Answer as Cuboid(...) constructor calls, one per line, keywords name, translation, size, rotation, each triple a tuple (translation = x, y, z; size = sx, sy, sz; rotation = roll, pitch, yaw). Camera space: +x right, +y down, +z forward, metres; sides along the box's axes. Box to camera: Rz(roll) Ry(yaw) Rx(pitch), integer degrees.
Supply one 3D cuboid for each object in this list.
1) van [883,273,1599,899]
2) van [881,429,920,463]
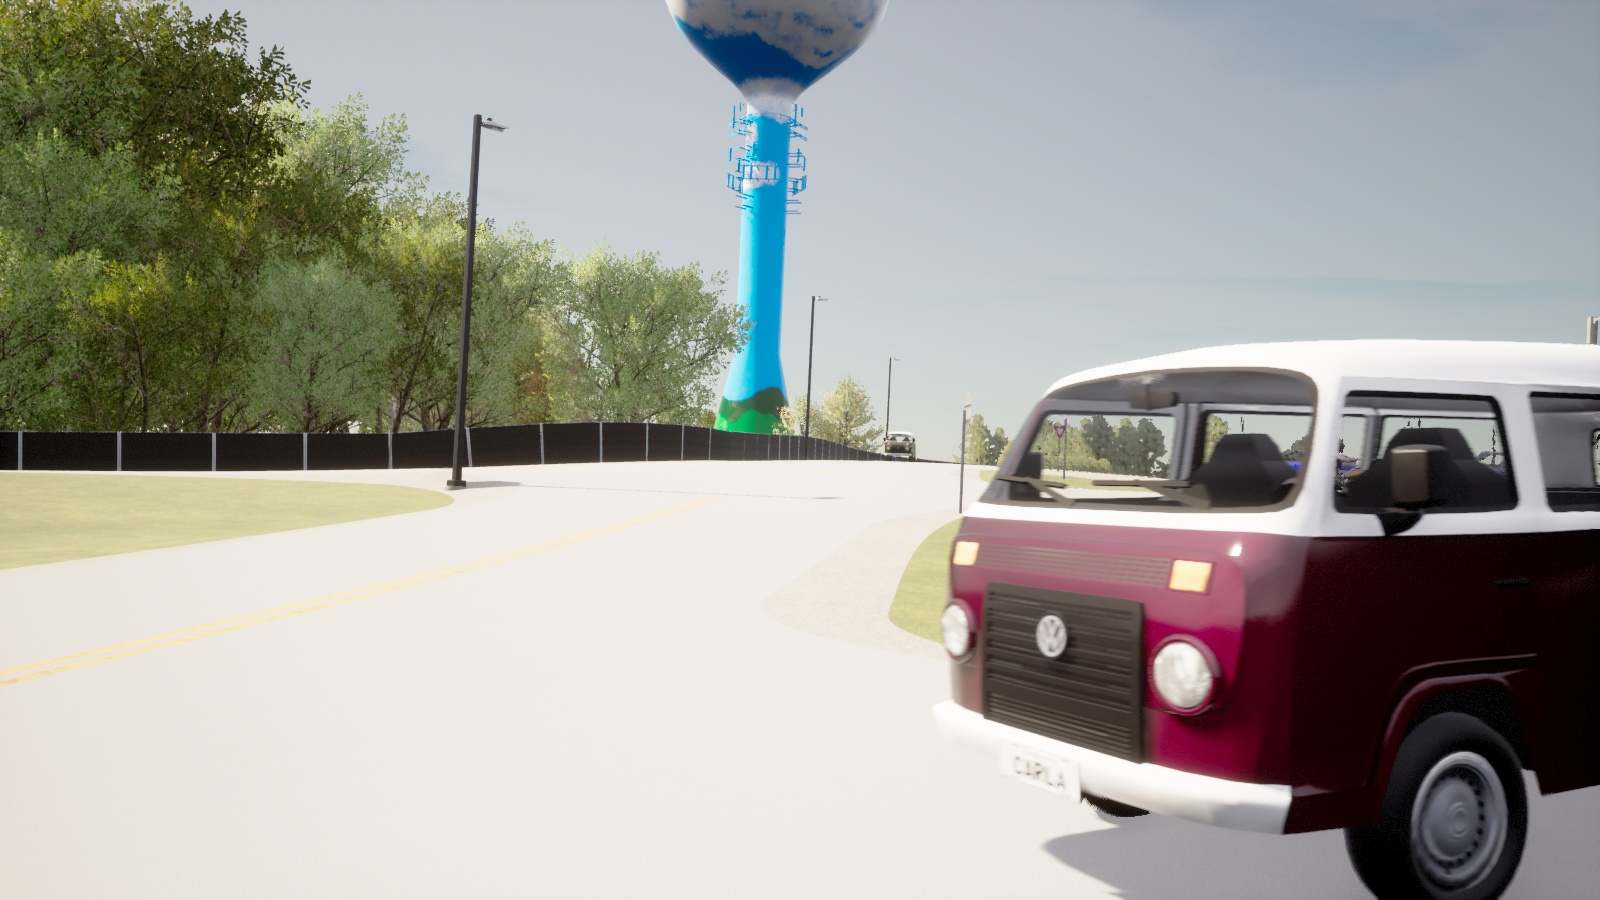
Cuboid(name="van", translation=(2.821, 0.552, 5.408), size=(4.480, 2.038, 2.069), rotation=(0, -1, -28))
Cuboid(name="van", translation=(6.606, -0.237, 82.225), size=(2.069, 2.038, 4.480), rotation=(2, 0, 9))
